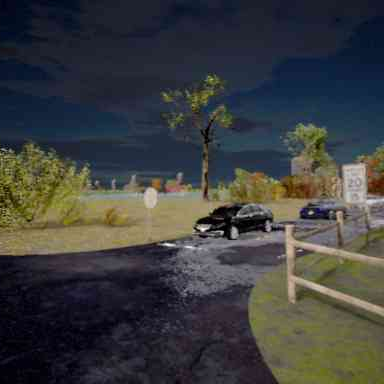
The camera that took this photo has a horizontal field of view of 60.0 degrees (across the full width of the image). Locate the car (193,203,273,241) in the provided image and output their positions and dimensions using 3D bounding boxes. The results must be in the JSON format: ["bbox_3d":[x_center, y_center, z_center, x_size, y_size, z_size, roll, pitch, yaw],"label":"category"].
[{"bbox_3d":[2.060,1.297,15.627,1.837,1.490,4.892,-2,-1,42],"label":"car"}]

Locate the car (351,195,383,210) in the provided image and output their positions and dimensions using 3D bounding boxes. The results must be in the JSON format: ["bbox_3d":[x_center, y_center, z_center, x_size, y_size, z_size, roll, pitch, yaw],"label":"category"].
[{"bbox_3d":[16.192,0.940,30.574,1.895,1.301,4.718,-2,0,43],"label":"car"}]

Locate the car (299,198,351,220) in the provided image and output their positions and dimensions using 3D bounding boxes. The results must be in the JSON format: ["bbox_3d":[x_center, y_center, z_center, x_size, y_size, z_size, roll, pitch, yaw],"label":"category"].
[{"bbox_3d":[9.101,1.129,23.118,1.994,1.385,4.181,-2,0,43],"label":"car"}]

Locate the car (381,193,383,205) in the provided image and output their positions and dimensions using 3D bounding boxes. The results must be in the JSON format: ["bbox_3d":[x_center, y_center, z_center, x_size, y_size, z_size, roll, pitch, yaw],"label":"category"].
[{"bbox_3d":[23.371,0.714,38.070,1.895,1.301,4.718,-2,0,44],"label":"car"}]
